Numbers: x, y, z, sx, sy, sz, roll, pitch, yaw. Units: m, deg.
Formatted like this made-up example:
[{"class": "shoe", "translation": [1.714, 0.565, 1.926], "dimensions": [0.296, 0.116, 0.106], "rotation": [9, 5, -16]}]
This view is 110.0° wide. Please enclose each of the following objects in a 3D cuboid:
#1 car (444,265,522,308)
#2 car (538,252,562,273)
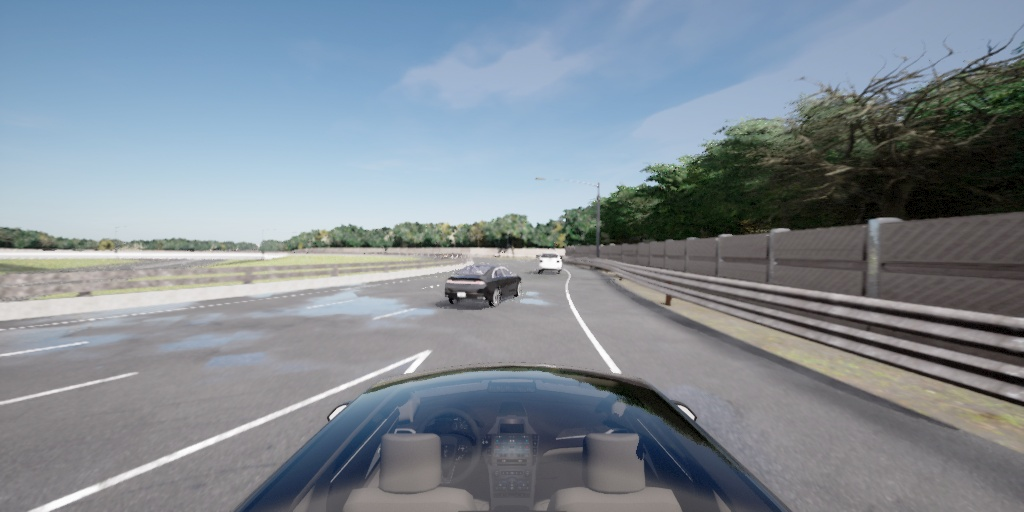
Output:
[{"class": "car", "translation": [-0.971, 1.093, 14.526], "dimensions": [2.128, 1.511, 4.902], "rotation": [1, 1, 18]}, {"class": "car", "translation": [3.842, 0.633, 36.195], "dimensions": [2.150, 2.045, 5.566], "rotation": [1, 1, 7]}]
